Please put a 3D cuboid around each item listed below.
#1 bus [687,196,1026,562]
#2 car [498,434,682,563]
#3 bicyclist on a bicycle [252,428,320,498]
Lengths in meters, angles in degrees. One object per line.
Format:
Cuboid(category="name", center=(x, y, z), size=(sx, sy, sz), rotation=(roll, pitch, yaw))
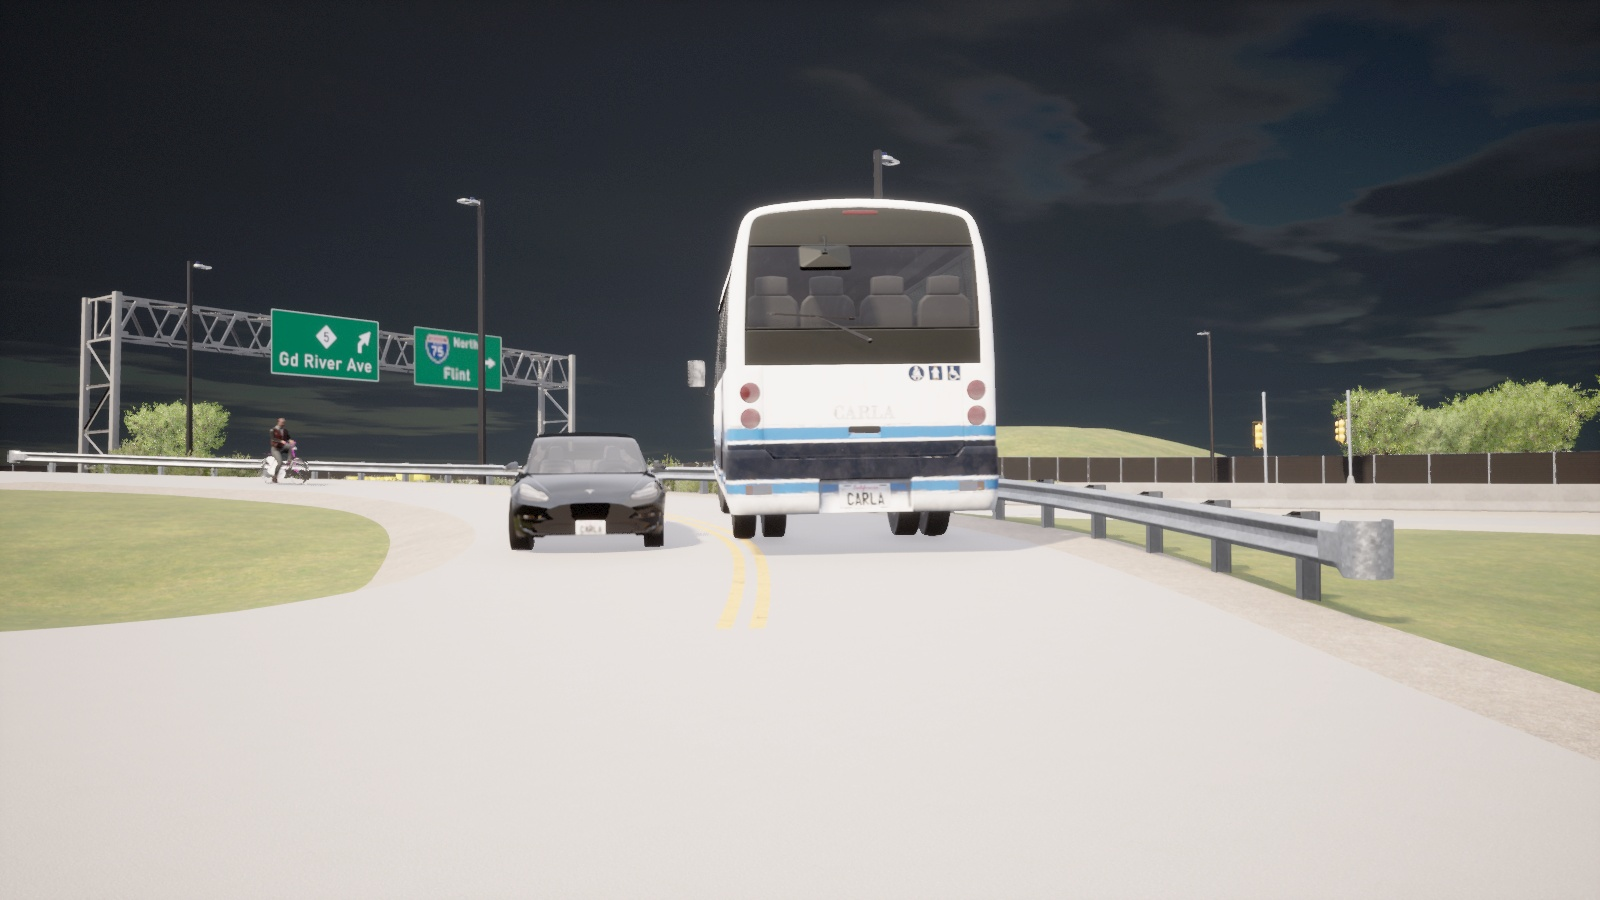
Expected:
Cuboid(category="bus", center=(0.268, -0.946, 20.151), size=(3.944, 4.253, 10.273), rotation=(-2, 1, -5))
Cuboid(category="car", center=(-3.002, 0.555, 17.620), size=(2.163, 1.488, 4.792), rotation=(-2, 1, -11))
Cuboid(category="bicyclist on a bicycle", center=(-13.359, 0.338, 32.637), size=(1.843, 1.776, 0.659), rotation=(0, 0, 32))
